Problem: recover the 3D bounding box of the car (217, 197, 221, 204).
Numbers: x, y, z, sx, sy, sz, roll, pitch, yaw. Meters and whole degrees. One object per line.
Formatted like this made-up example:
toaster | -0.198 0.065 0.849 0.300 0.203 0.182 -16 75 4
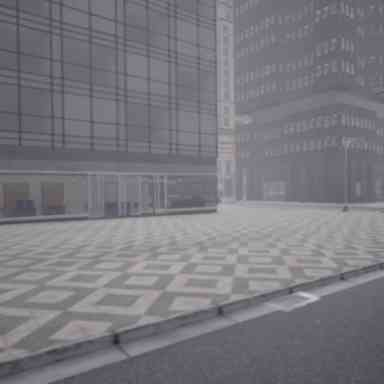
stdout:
car | 2.793 1.109 56.208 2.097 1.767 4.553 -1 1 -35
